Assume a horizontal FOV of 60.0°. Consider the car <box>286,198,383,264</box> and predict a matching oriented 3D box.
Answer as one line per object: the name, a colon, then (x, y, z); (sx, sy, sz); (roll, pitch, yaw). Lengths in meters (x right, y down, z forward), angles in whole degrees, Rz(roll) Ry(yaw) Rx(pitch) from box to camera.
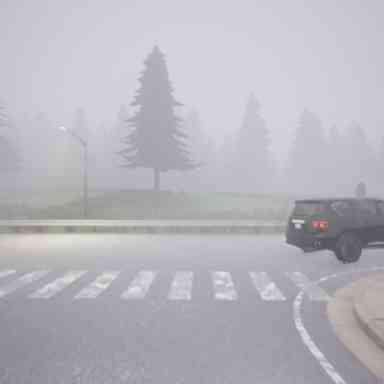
car: (6.105, 1.245, 11.989); (5.566, 2.045, 2.150); (0, -2, -19)
